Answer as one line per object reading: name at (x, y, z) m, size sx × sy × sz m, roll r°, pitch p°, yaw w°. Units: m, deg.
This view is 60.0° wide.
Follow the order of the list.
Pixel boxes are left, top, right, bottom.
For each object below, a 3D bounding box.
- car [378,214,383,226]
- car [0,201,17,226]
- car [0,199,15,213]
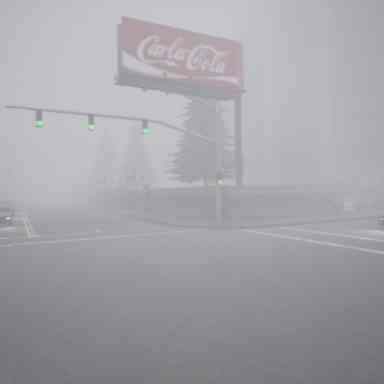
car at (12.652, 1.279, 18.288) m, size 5.357 × 1.411 × 2.033 m, roll -1°, pitch 0°, yaw -27°
car at (-14.226, 1.697, 24.575) m, size 2.033 × 1.411 × 5.357 m, roll -1°, pitch 0°, yaw -28°
car at (-23.476, 1.749, 42.143) m, size 1.837 × 1.490 × 4.892 m, roll -1°, pitch 0°, yaw -28°
